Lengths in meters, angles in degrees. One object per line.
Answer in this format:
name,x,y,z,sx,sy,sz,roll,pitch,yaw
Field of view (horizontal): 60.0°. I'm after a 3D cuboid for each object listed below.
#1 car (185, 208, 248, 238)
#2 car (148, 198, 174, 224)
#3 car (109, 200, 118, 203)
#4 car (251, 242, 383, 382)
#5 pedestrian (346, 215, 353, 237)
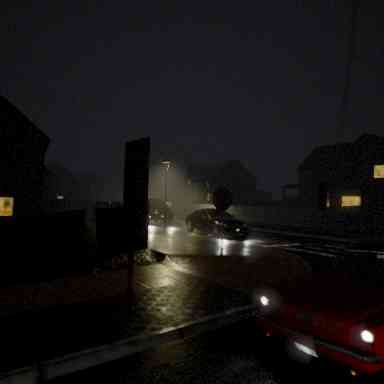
car,1.215,1.654,18.641,1.812,1.442,4.674,3,-2,-28
car,-3.353,1.516,27.530,2.150,2.045,5.566,3,-2,-25
car,-10.784,1.955,46.116,2.097,1.767,4.553,2,-2,-18
car,3.185,1.583,5.369,4.718,1.301,1.895,-1,0,-36
pedestrian,8.381,1.443,17.739,0.375,1.860,0.375,2,-1,-31
